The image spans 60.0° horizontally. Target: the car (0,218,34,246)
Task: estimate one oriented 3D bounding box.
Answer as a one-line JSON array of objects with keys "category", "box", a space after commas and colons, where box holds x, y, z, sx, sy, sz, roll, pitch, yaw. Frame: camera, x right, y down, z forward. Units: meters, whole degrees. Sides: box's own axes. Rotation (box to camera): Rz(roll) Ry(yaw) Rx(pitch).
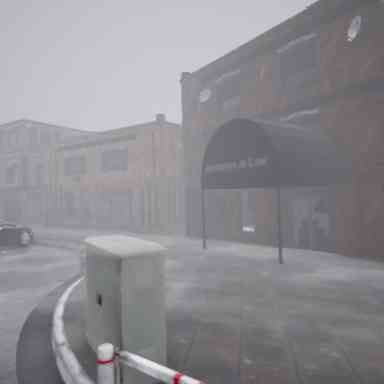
[{"category": "car", "box": [-9.103, 1.791, 14.506, 2.231, 1.521, 4.892, -1, -1, 14]}]
